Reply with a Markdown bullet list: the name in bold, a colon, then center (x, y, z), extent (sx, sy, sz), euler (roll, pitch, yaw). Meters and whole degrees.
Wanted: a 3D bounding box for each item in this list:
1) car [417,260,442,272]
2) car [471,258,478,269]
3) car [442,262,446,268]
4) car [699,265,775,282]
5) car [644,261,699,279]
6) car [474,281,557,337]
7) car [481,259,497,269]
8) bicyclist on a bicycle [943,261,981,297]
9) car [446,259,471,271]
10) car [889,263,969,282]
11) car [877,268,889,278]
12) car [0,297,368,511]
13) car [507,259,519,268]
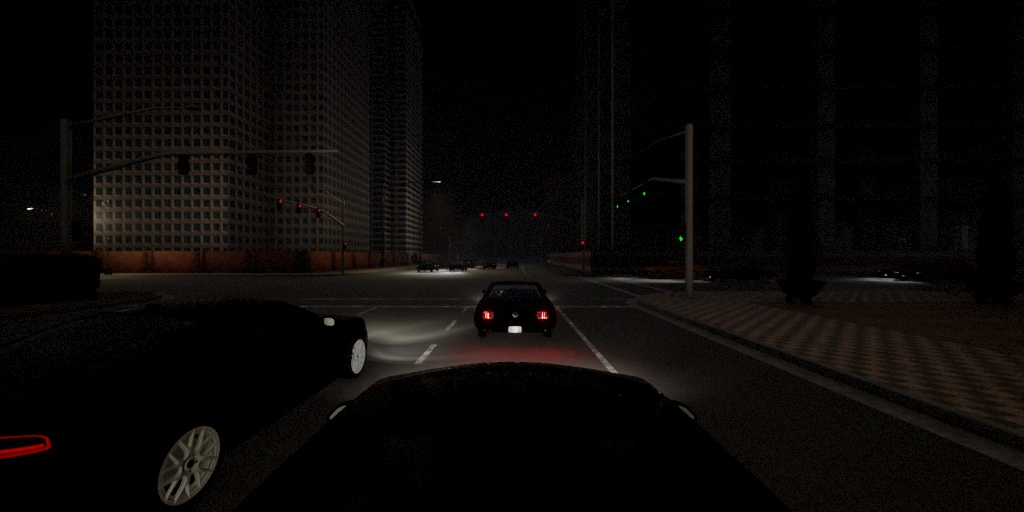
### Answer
- **car**: center (-10.755, 1.228, 46.115), extent (1.882, 1.535, 5.008), euler (0, 0, 1)
- **car**: center (-7.075, 1.252, 57.677), extent (1.837, 1.490, 4.892), euler (0, 1, 1)
- **car**: center (-10.617, 1.351, 55.520), extent (1.895, 1.301, 4.718), euler (0, 0, 1)
- **car**: center (17.909, 1.351, 28.430), extent (4.718, 1.301, 1.895), euler (0, 0, 0)
- **car**: center (14.337, 1.228, 31.954), extent (5.008, 1.535, 1.882), euler (0, 0, 0)
- **car**: center (0.074, 1.351, 10.227), extent (1.895, 1.301, 4.718), euler (0, 0, 0)
- **car**: center (-3.406, 1.351, 56.868), extent (1.895, 1.301, 4.718), euler (0, 0, 1)
- **bicyclist on a bicycle**: center (20.758, 1.051, 16.429), extent (0.582, 1.620, 1.656), euler (0, 0, 0)
- **car**: center (-7.223, 1.351, 48.465), extent (1.895, 1.301, 4.718), euler (0, 0, 1)
- **car**: center (33.250, 1.276, 28.315), extent (4.674, 1.442, 1.812), euler (0, 0, 0)
- **car**: center (35.858, 1.297, 31.807), extent (5.357, 1.411, 2.033), euler (0, 0, 0)
- **car**: center (-3.452, 1.228, 4.278), extent (1.882, 1.535, 5.008), euler (0, 0, 1)
- **car**: center (0.145, 1.227, 59.989), extent (1.882, 1.535, 5.008), euler (0, 0, 1)
